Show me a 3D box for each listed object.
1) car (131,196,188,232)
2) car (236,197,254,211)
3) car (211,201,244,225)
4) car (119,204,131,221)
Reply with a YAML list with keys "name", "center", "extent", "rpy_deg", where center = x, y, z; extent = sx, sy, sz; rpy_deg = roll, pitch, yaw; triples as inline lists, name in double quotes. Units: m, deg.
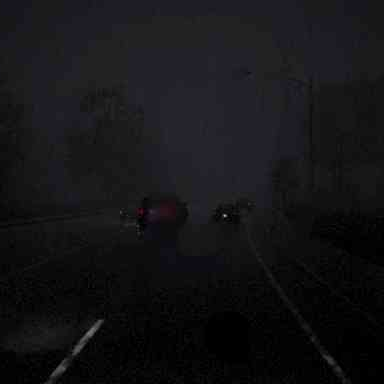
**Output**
- name: "car"
  center: [-1.681, 1.241, 20.643]
  extent: [2.150, 2.045, 5.566]
  rpy_deg: [0, 0, 8]
- name: "car"
  center: [6.548, 1.420, 41.387]
  extent: [2.097, 1.767, 4.553]
  rpy_deg: [0, 0, 16]
- name: "car"
  center: [2.599, 1.602, 24.728]
  extent: [1.994, 1.385, 4.181]
  rpy_deg: [0, 0, 10]
- name: "car"
  center: [-4.306, 1.543, 27.085]
  extent: [1.812, 1.442, 4.674]
  rpy_deg: [0, 0, 11]
